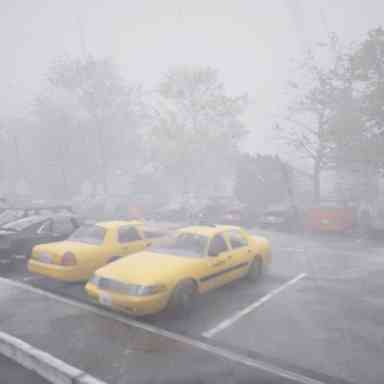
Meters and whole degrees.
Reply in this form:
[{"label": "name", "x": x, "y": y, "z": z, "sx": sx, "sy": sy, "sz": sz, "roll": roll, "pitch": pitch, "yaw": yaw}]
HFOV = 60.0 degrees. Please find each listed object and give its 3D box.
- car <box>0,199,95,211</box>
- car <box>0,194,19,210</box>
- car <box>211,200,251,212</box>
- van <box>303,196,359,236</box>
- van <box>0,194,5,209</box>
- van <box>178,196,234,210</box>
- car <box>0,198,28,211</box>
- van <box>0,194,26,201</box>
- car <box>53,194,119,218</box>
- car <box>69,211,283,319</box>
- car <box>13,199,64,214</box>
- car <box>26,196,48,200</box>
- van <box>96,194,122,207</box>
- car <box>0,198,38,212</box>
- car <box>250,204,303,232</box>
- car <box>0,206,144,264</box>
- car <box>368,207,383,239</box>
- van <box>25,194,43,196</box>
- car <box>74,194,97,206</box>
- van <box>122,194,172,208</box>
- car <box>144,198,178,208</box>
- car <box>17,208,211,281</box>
[{"label": "car", "x": -6.391, "y": 1.338, "z": 12.777, "sx": 2.185, "sy": 1.767, "sz": 4.553, "roll": 0, "pitch": 0, "yaw": 36}, {"label": "car", "x": -25.697, "y": 1.252, "z": 42.877, "sx": 2.435, "sy": 2.045, "sz": 5.566, "roll": 0, "pitch": 0, "yaw": 36}, {"label": "car", "x": 3.581, "y": 1.490, "z": 21.698, "sx": 2.163, "sy": 1.488, "sz": 4.792, "roll": 0, "pitch": 0, "yaw": 36}, {"label": "van", "x": 8.012, "y": 1.257, "z": 18.591, "sx": 1.878, "sy": 1.987, "sz": 4.442, "roll": 0, "pitch": 0, "yaw": 36}, {"label": "van", "x": -27.854, "y": 1.282, "z": 44.621, "sx": 1.878, "sy": 1.987, "sz": 4.442, "roll": 0, "pitch": 0, "yaw": 36}, {"label": "van", "x": 1.273, "y": 1.233, "z": 23.204, "sx": 1.878, "sy": 1.987, "sz": 4.442, "roll": 0, "pitch": 0, "yaw": 36}, {"label": "car", "x": -23.341, "y": 1.499, "z": 41.195, "sx": 2.097, "sy": 1.535, "sz": 5.008, "roll": 0, "pitch": 0, "yaw": 36}, {"label": "van", "x": -10.833, "y": 1.243, "z": 16.106, "sx": 1.878, "sy": 1.987, "sz": 4.442, "roll": 0, "pitch": 0, "yaw": 36}, {"label": "car", "x": -9.902, "y": 1.225, "z": 31.413, "sx": 2.435, "sy": 2.045, "sz": 5.566, "roll": 0, "pitch": 0, "yaw": 36}, {"label": "car", "x": 0.118, "y": 1.485, "z": 7.785, "sx": 1.946, "sy": 1.575, "sz": 5.366, "roll": 1, "pitch": 0, "yaw": 36}, {"label": "car", "x": -16.711, "y": 1.528, "z": 36.393, "sx": 2.002, "sy": 1.452, "sz": 4.674, "roll": 0, "pitch": 0, "yaw": 36}, {"label": "car", "x": -14.373, "y": 1.484, "z": 34.686, "sx": 2.097, "sy": 1.535, "sz": 5.008, "roll": 0, "pitch": 0, "yaw": 36}, {"label": "van", "x": -5.471, "y": 1.242, "z": 28.087, "sx": 1.878, "sy": 1.987, "sz": 4.442, "roll": 0, "pitch": 0, "yaw": 36}, {"label": "car", "x": -21.096, "y": 1.536, "z": 39.570, "sx": 2.002, "sy": 1.452, "sz": 4.674, "roll": 0, "pitch": 0, "yaw": 36}, {"label": "car", "x": 5.717, "y": 1.498, "z": 20.148, "sx": 2.163, "sy": 1.488, "sz": 4.792, "roll": 0, "pitch": 0, "yaw": 36}, {"label": "car", "x": -4.164, "y": 1.467, "z": 11.114, "sx": 2.231, "sy": 1.521, "sz": 4.892, "roll": 0, "pitch": 0, "yaw": 36}, {"label": "car", "x": 10.268, "y": 1.531, "z": 16.774, "sx": 2.163, "sy": 1.488, "sz": 4.792, "roll": 1, "pitch": 0, "yaw": 36}, {"label": "van", "x": -18.887, "y": 1.266, "z": 38.113, "sx": 1.878, "sy": 1.987, "sz": 4.442, "roll": 0, "pitch": 0, "yaw": 36}, {"label": "car", "x": -7.660, "y": 1.221, "z": 29.786, "sx": 2.435, "sy": 2.045, "sz": 5.566, "roll": 0, "pitch": 0, "yaw": 36}, {"label": "van", "x": -3.091, "y": 1.238, "z": 26.649, "sx": 1.878, "sy": 1.987, "sz": 4.442, "roll": 0, "pitch": 0, "yaw": 36}, {"label": "car", "x": -0.915, "y": 1.460, "z": 24.932, "sx": 2.097, "sy": 1.535, "sz": 5.008, "roll": 0, "pitch": 0, "yaw": 36}, {"label": "car", "x": -1.811, "y": 1.471, "z": 9.644, "sx": 1.946, "sy": 1.575, "sz": 5.366, "roll": 0, "pitch": 0, "yaw": 36}]
